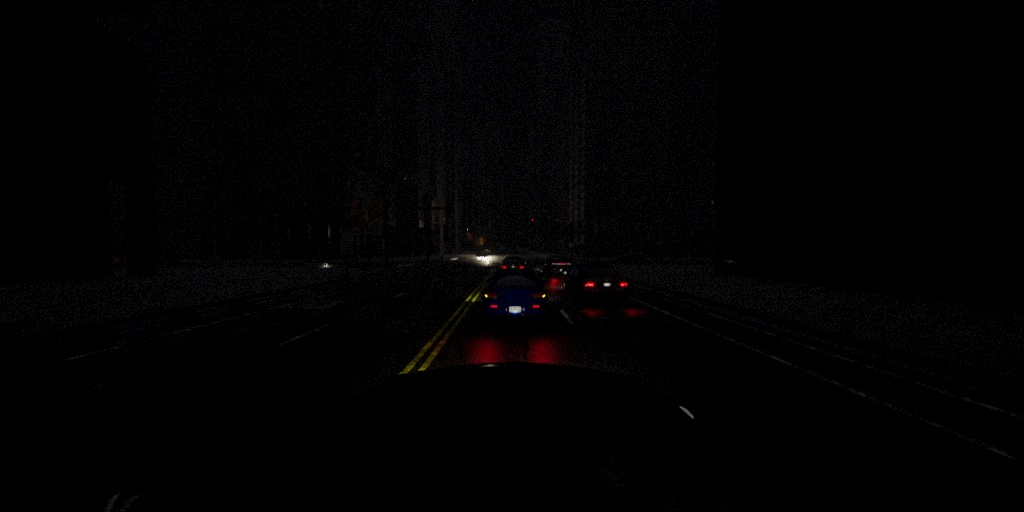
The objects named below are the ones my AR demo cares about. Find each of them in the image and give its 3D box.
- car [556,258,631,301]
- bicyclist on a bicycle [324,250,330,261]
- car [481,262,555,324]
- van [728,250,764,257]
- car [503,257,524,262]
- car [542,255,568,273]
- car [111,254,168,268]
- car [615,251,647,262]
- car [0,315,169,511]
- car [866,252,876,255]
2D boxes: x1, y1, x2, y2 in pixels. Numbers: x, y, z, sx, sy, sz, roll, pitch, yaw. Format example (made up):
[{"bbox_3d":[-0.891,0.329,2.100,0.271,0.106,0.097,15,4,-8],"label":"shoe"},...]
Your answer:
[{"bbox_3d":[3.345,1.004,15.112,2.033,1.411,5.357,0,1,0],"label":"car"},{"bbox_3d":[-25.901,-0.045,50.278,0.582,1.620,1.656,0,2,0],"label":"bicyclist on a bicycle"},{"bbox_3d":[0.085,1.074,10.978,1.812,1.442,4.674,0,1,0],"label":"car"},{"bbox_3d":[27.508,0.216,42.001,3.998,1.789,1.690,0,0,0],"label":"van"},{"bbox_3d":[0.086,0.751,26.435,2.033,1.411,5.357,0,1,0],"label":"car"},{"bbox_3d":[3.338,0.690,26.707,2.128,1.511,4.902,0,1,0],"label":"car"},{"bbox_3d":[-40.843,0.648,38.915,4.829,1.417,1.751,0,0,0],"label":"car"},{"bbox_3d":[16.669,0.016,50.579,4.097,1.591,1.967,0,0,0],"label":"car"},{"bbox_3d":[-3.350,1.130,0.408,2.097,1.767,4.553,0,1,0],"label":"car"},{"bbox_3d":[43.829,0.301,41.914,4.097,1.591,1.967,0,0,0],"label":"car"}]
